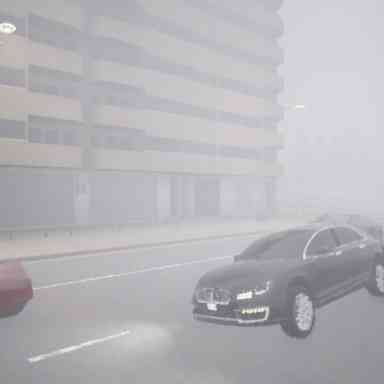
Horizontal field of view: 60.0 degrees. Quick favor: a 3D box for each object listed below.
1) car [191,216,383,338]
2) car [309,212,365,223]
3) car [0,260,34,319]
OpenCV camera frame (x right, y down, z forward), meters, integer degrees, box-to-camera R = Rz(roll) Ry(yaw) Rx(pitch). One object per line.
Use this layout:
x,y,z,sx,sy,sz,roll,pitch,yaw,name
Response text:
2.126,1.450,6.566,4.892,1.490,1.837,0,-11,-40,car
5.751,1.529,13.003,4.674,1.442,1.812,-1,0,-38,car
-5.028,1.601,4.905,4.718,1.301,1.895,0,0,-32,car
